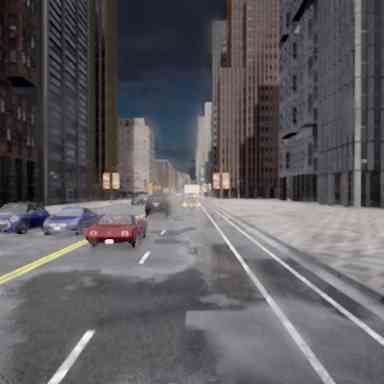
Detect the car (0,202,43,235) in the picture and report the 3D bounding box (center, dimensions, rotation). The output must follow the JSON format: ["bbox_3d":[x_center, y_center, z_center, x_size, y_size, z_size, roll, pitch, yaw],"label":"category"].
[{"bbox_3d":[-9.853,1.377,18.897,2.097,1.767,4.553,0,0,0],"label":"car"}]

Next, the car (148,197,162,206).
[{"bbox_3d":[-6.549,1.672,59.905,1.882,1.535,5.008,0,0,1],"label":"car"}]

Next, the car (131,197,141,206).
[{"bbox_3d":[-9.799,1.698,59.917,1.837,1.490,4.892,0,0,1],"label":"car"}]

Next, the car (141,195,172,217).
[{"bbox_3d":[-3.156,1.285,31.874,2.150,2.045,5.566,0,0,0],"label":"car"}]

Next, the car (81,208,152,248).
[{"bbox_3d":[-3.153,1.617,14.936,1.895,1.301,4.718,0,0,0],"label":"car"}]

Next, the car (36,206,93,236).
[{"bbox_3d":[-6.612,1.550,18.661,1.812,1.442,4.674,0,0,0],"label":"car"}]

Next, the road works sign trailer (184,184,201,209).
[{"bbox_3d":[-0.001,0.602,48.948,2.380,3.560,2.880,0,0,1],"label":"road works sign trailer"}]
